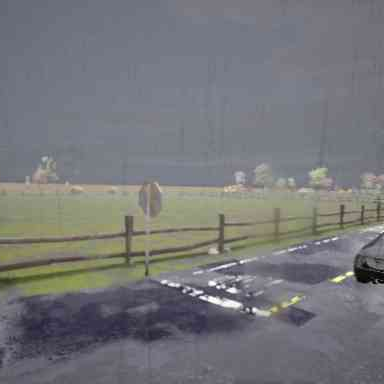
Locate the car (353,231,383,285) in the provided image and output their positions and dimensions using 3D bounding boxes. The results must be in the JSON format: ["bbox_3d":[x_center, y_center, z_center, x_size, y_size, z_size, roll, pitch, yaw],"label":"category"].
[{"bbox_3d":[5.780,1.575,8.574,1.994,1.385,4.181,2,1,44],"label":"car"}]
